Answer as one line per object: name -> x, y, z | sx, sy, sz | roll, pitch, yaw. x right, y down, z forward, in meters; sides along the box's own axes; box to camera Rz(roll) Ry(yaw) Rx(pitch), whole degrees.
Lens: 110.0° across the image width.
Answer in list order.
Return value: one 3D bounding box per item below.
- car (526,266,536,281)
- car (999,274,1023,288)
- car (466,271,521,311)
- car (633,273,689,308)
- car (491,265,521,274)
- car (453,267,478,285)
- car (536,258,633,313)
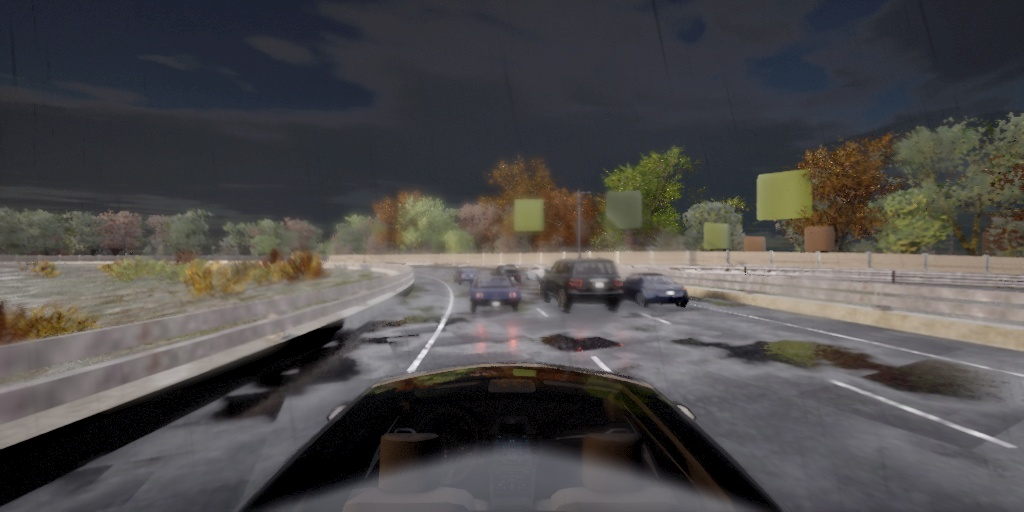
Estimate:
car -> 2.673, 1.584, 32.641 | 1.812, 1.442, 4.674 | 0, 0, -16
car -> 44.688, 2.002, 30.082 | 4.892, 1.490, 1.837 | 3, 0, 22
car -> -0.864, 1.487, 15.316 | 1.895, 1.301, 4.718 | 0, -1, -7
car -> 6.063, 1.460, 16.277 | 1.994, 1.385, 4.181 | 0, 0, -8
car -> -0.602, 1.553, 31.373 | 1.837, 1.490, 4.892 | 0, 0, -16
car -> -3.715, 1.575, 29.541 | 2.033, 1.411, 5.357 | 0, -1, -15
car -> 2.706, 1.108, 15.043 | 2.150, 2.045, 5.566 | 0, 0, -7
